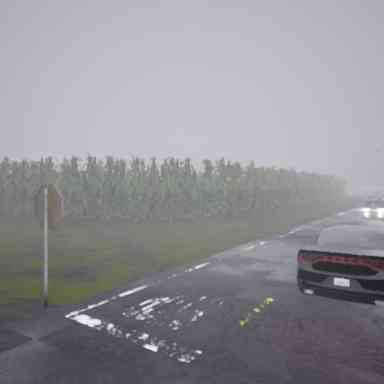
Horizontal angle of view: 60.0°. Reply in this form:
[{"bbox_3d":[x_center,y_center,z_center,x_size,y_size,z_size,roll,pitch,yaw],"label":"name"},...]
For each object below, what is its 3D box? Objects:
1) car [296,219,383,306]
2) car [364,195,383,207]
[{"bbox_3d":[3.942,1.363,7.761,1.882,1.535,5.008,0,1,34],"label":"car"},{"bbox_3d":[21.217,1.036,38.519,1.895,1.301,4.718,0,1,34],"label":"car"}]
